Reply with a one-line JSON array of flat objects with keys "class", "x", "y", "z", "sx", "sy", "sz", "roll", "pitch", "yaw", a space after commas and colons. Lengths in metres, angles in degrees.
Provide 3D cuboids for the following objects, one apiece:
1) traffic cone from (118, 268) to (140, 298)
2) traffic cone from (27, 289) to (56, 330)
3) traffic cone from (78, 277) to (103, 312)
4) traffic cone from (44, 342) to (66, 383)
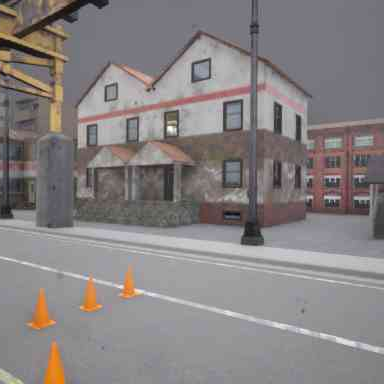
[{"class": "traffic cone", "x": -1.375, "y": 1.949, "z": 7.251, "sx": 0.340, "sy": 0.580, "sz": 0.340, "roll": 0, "pitch": 0, "yaw": 36}, {"class": "traffic cone", "x": -2.546, "y": 1.949, "z": 5.630, "sx": 0.340, "sy": 0.580, "sz": 0.340, "roll": 0, "pitch": 0, "yaw": 36}, {"class": "traffic cone", "x": -1.960, "y": 1.949, "z": 6.441, "sx": 0.340, "sy": 0.580, "sz": 0.340, "roll": 0, "pitch": 0, "yaw": 36}, {"class": "traffic cone", "x": -1.509, "y": 1.952, "z": 3.648, "sx": 0.340, "sy": 0.580, "sz": 0.340, "roll": 0, "pitch": 0, "yaw": 36}]
